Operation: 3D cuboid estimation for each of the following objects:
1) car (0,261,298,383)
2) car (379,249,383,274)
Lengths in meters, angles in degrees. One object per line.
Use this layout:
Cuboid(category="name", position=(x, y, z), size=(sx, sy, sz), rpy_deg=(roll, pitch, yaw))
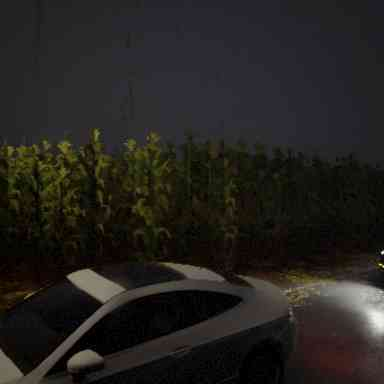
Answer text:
Cuboid(category="car", position=(-0.832, 1.545, 3.396), size=(4.674, 1.442, 1.812), rpy_deg=(1, -1, -36))
Cuboid(category="car", position=(7.051, 1.571, 9.220), size=(4.892, 1.490, 1.837), rpy_deg=(0, 0, -36))
